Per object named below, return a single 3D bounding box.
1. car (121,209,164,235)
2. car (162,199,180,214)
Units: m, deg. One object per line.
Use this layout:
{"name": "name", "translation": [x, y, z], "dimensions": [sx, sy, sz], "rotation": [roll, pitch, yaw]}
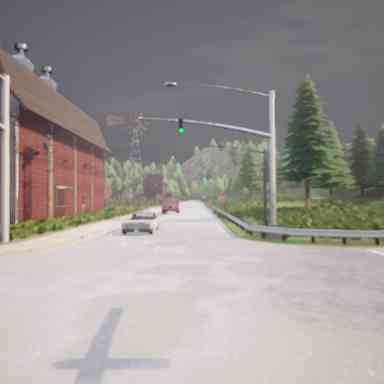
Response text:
{"name": "car", "translation": [-3.181, 1.960, 21.295], "dimensions": [1.895, 1.301, 4.718], "rotation": [0, -1, 1]}
{"name": "car", "translation": [-2.840, 1.939, 45.951], "dimensions": [2.150, 2.045, 5.566], "rotation": [0, -1, 1]}
